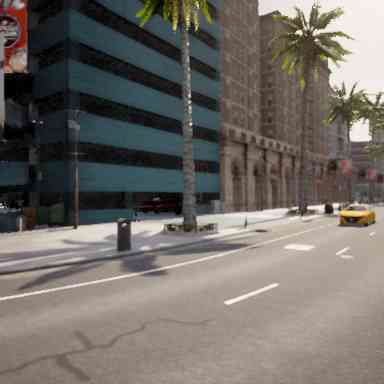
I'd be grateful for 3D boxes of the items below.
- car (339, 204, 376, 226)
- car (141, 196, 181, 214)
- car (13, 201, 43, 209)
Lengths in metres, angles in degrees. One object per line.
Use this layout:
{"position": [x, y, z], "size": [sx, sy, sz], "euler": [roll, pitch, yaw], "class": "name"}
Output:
{"position": [12.622, 1.673, 25.230], "size": [1.882, 1.535, 5.008], "euler": [-1, -1, 37], "class": "car"}
{"position": [-3.498, 1.439, 39.114], "size": [2.435, 2.045, 5.566], "euler": [-1, -1, 37], "class": "car"}
{"position": [-27.864, 2.116, 56.782], "size": [2.161, 1.482, 4.786], "euler": [-1, -1, 37], "class": "car"}
